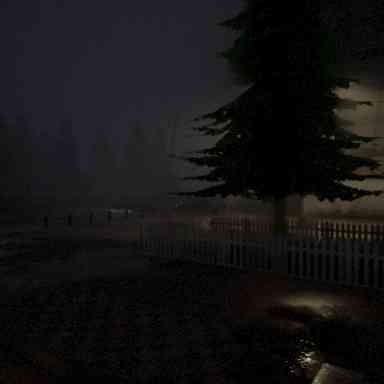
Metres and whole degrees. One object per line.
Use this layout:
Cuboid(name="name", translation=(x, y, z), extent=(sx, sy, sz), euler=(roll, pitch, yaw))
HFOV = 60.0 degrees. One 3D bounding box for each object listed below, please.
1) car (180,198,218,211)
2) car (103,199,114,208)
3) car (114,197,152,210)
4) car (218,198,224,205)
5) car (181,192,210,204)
Cuboid(name="car", translation=(0.633, 1.264, 39.248), extent=(2.097, 1.767, 4.553), euler=(0, 0, 35))
Cuboid(name="car", translation=(-9.332, 1.375, 43.537), extent=(1.837, 1.490, 4.892), euler=(0, 0, 36))
Cuboid(name="car", translation=(-6.927, 1.410, 40.864), extent=(1.812, 1.442, 4.674), euler=(0, 0, 35))
Cuboid(name="car", translation=(3.518, 1.399, 55.346), extent=(1.882, 1.535, 5.008), euler=(0, 0, 36))
Cuboid(name="car", translation=(0.654, 1.004, 57.355), extent=(2.150, 2.045, 5.566), euler=(0, 0, 36))
